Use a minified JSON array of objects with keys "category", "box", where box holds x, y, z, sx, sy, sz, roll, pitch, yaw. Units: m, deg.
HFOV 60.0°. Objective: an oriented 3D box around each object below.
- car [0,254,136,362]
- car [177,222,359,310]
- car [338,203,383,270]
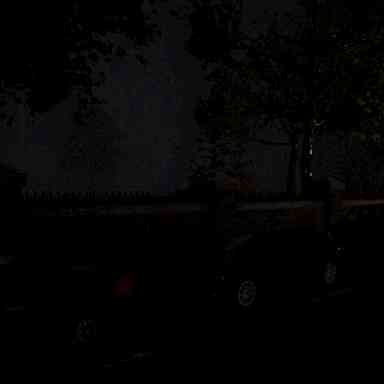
[{"category":"car","box":[-2.830,1.582,4.542,4.206,1.307,1.802,0,0,-36]},{"category":"car","box":[1.747,1.545,7.822,4.507,1.381,1.887,0,0,-36]},{"category":"car","box":[6.325,1.316,11.102,5.009,1.841,2.192,0,0,-36]}]
